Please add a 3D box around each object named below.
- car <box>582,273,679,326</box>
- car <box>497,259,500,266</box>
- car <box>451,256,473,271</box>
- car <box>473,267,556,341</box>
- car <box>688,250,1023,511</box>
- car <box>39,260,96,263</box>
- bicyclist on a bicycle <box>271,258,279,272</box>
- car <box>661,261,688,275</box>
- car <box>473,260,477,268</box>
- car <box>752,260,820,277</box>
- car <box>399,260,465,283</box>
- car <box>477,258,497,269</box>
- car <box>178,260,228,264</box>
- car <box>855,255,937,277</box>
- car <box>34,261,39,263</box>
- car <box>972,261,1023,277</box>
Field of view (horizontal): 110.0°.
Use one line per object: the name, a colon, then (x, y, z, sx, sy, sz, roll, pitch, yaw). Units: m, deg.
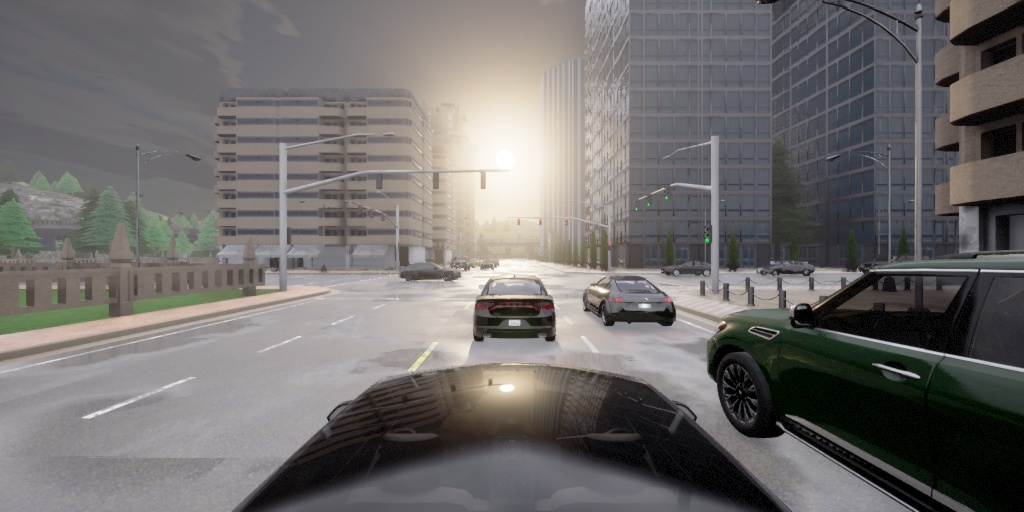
car: (3.575, 1.314, 11.643, 1.994, 1.385, 4.181, 0, 0, 0)
car: (-3.589, 1.241, 62.309, 2.128, 1.511, 4.902, 0, 0, 0)
car: (-7.114, 0.972, 49.599, 2.150, 2.045, 5.566, 0, 0, 0)
car: (0.066, 1.228, 9.864, 1.882, 1.535, 5.008, 0, 0, 0)
car: (3.601, 0.971, 2.288, 2.150, 2.045, 5.566, 0, 0, 0)
car: (-38.873, 1.220, 31.349, 4.674, 1.442, 1.812, 0, 0, 25)
bicyclist on a bicycle: (-26.094, 0.995, 39.820, 0.582, 1.620, 1.656, 0, 0, 7)
car: (16.965, 1.199, 34.648, 4.892, 1.490, 1.837, 0, 0, 0)
car: (-7.103, 1.255, 59.303, 1.837, 1.490, 4.892, 0, 0, 0)
car: (26.328, 1.186, 34.594, 4.902, 1.511, 2.128, 0, 0, 0)
car: (-6.255, 1.255, 27.570, 4.674, 1.442, 1.812, 0, 0, 0)
car: (-3.612, 1.255, 52.969, 1.837, 1.490, 4.892, 0, 0, 0)
car: (-22.914, 1.220, 27.959, 4.674, 1.442, 1.812, 0, 0, 4)
car: (36.894, 0.918, 34.536, 5.566, 2.045, 2.150, 0, 0, 0)
car: (-49.996, 1.201, 38.426, 4.892, 1.490, 1.837, 0, 0, 43)
car: (47.720, 1.220, 34.440, 4.674, 1.442, 1.812, 0, 0, 1)
